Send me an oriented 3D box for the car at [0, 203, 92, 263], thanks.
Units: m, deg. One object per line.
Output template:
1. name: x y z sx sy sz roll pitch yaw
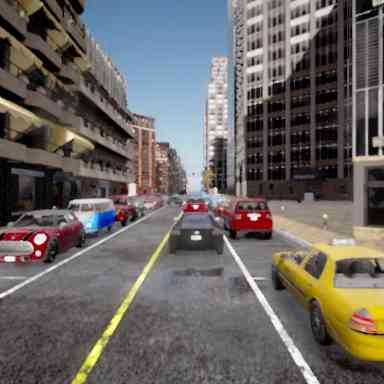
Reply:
1. car: -5.190 1.380 11.515 1.967 1.590 4.097 0 0 1

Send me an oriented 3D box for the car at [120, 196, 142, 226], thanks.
1. car: -5.075 1.201 22.587 2.192 1.841 5.009 0 0 1

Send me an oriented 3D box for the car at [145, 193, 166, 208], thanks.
1. car: -4.849 1.107 44.729 2.192 1.841 5.009 0 0 1

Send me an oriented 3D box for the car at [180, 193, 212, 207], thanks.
1. car: 0.332 1.213 27.908 2.097 1.767 4.553 0 0 1

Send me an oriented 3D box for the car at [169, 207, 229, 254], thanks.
1. car: 0.183 1.497 13.210 1.994 1.385 4.181 0 0 1

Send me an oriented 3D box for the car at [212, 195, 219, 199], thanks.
1. car: 2.918 1.362 33.756 1.752 1.417 4.829 0 0 1

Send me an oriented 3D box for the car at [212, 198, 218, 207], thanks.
1. car: 2.859 1.443 28.051 1.802 1.307 4.206 0 0 1

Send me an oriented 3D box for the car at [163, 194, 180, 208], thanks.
1. car: -2.346 1.302 43.800 1.837 1.490 4.892 0 0 1

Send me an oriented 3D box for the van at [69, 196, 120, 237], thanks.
1. van: -5.132 1.254 17.051 1.690 1.788 3.998 0 0 1

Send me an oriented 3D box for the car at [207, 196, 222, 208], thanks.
1. car: 3.031 1.318 44.826 1.752 1.417 4.829 0 0 1

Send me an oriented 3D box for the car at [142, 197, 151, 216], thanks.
1. car: -5.020 1.411 28.124 2.008 1.369 4.403 0 0 1

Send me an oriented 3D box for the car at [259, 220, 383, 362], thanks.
1. car: 2.634 1.494 6.078 1.752 1.417 4.829 0 0 1

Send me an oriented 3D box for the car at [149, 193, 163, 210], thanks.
1. car: -4.906 1.254 39.194 1.967 1.590 4.097 0 0 1

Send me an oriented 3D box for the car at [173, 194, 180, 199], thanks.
1. car: -4.351 1.181 93.558 1.752 1.417 4.829 0 0 1

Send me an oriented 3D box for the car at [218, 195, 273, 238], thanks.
1. car: 2.748 1.229 16.978 2.192 1.841 5.009 0 0 1
